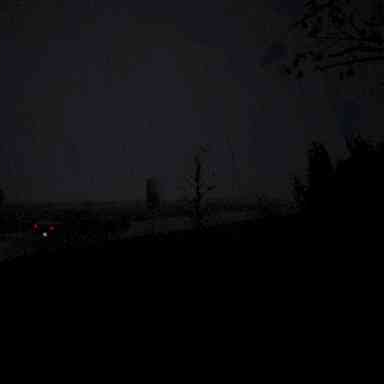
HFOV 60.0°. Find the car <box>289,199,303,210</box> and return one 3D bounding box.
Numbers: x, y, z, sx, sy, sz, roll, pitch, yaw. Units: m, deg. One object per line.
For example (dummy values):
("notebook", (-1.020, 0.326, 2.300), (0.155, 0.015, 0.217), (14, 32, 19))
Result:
("car", (14.648, 1.598, 44.805), (1.882, 1.535, 5.008), (0, 0, 35))

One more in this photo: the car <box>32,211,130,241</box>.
("car", (-5.371, 1.622, 16.888), (1.895, 1.301, 4.718), (0, 0, 35))
